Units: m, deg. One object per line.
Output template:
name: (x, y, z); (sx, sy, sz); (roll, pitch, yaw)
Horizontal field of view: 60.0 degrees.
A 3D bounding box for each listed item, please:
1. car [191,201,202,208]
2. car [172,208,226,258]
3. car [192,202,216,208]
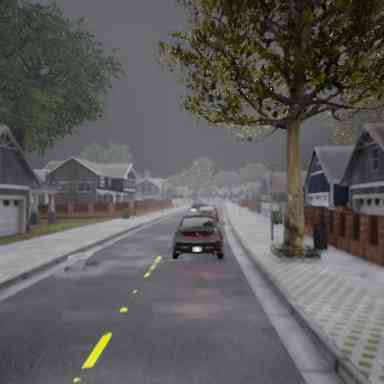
car: (0.978, 2.226, 56.558); (2.033, 1.411, 5.357); (0, -1, 5)
car: (0.298, 1.651, 13.412); (1.837, 1.490, 4.892); (0, 0, 3)
car: (1.344, 1.838, 28.719); (1.812, 1.442, 4.674); (0, 0, 6)
